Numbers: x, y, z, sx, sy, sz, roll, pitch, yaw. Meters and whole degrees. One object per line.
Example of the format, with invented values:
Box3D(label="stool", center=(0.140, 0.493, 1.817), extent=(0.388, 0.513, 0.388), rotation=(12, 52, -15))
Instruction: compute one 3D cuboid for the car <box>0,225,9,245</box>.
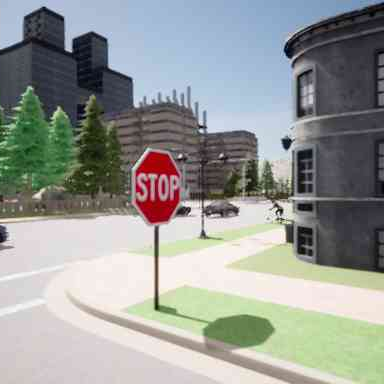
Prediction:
Box3D(label="car", center=(-9.562, 1.525, 12.430), extent=(1.882, 1.535, 5.008), rotation=(0, 0, 33))

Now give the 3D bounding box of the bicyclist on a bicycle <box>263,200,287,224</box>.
Box3D(label="bicyclist on a bicycle", center=(5.539, 1.344, 22.163), extent=(1.656, 1.620, 0.582), rotation=(0, 0, 33))

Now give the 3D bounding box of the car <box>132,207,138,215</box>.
Box3D(label="car", center=(-4.054, 1.578, 33.889), extent=(1.812, 1.442, 4.674), rotation=(0, 0, 33))

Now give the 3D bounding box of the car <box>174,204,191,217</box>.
Box3D(label="car", center=(-2.140, 1.651, 30.447), extent=(1.895, 1.301, 4.718), rotation=(0, 0, 34))

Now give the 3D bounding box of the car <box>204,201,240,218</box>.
Box3D(label="car", center=(2.852, 1.574, 31.373), extent=(1.812, 1.442, 4.674), rotation=(0, 0, 33))
